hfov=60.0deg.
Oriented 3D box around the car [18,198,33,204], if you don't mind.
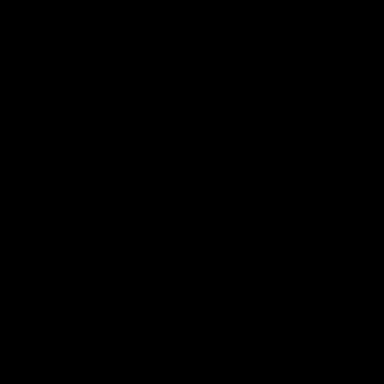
[{"bbox_3d":[-42.833,2.426,85.414,1.837,1.490,4.892,3,-1,2],"label":"car"}]
